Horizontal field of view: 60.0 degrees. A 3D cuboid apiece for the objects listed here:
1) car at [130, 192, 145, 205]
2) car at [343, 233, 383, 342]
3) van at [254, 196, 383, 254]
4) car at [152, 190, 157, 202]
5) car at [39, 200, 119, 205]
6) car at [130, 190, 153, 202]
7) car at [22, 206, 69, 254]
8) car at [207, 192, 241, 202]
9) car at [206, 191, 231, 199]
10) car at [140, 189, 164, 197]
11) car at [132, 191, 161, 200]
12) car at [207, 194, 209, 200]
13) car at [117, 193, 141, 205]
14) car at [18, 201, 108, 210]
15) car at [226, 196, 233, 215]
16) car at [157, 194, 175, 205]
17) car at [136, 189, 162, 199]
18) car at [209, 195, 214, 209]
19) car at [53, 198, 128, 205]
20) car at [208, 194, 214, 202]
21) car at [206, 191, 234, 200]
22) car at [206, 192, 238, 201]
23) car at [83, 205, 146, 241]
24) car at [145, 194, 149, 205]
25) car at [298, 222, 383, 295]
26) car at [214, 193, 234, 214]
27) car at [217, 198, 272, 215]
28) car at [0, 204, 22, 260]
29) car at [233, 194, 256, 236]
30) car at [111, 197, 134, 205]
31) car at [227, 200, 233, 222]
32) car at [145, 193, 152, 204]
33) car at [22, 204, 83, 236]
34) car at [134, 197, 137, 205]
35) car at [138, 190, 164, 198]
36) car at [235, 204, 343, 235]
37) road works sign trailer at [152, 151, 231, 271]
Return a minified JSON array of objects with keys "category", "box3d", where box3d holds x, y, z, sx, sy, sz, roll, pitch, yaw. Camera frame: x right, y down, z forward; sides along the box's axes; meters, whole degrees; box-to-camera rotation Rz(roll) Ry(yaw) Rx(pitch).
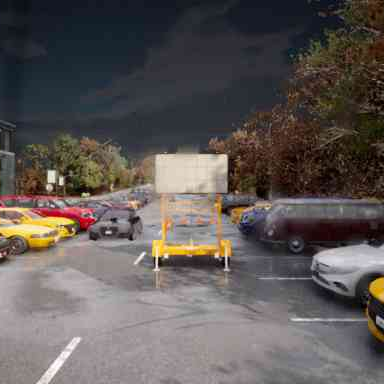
[{"category":"car","box3d":[-8.057,1.205,37.824,4.553,1.767,2.185,0,1,0]},{"category":"car","box3d":[5.040,1.481,4.457,5.008,1.535,2.097,0,0,0]},{"category":"van","box3d":[4.907,1.256,12.811,4.442,1.987,1.878,0,0,0]},{"category":"car","box3d":[-8.116,0.870,54.544,4.892,1.521,2.231,0,2,0]},{"category":"car","box3d":[-8.099,1.505,23.894,4.792,1.488,2.163,0,0,0]},{"category":"car","box3d":[-8.130,1.015,46.184,4.553,1.767,2.185,0,2,0]},{"category":"car","box3d":[-7.870,1.479,12.759,5.366,1.575,1.946,0,0,0]},{"category":"car","box3d":[5.156,0.863,54.618,5.366,1.575,1.946,0,2,0]},{"category":"car","box3d":[4.962,0.534,63.112,4.674,1.452,2.002,0,3,0]},{"category":"car","box3d":[-8.156,0.256,68.463,4.792,1.488,2.163,0,3,0]},{"category":"car","box3d":[-8.122,0.634,60.122,5.008,1.535,2.097,0,2,0]},{"category":"car","box3d":[4.976,1.135,46.385,5.008,1.535,2.097,0,2,0]},{"category":"car","box3d":[-8.053,1.250,35.045,4.553,1.767,2.185,0,1,0]},{"category":"car","box3d":[-8.069,1.521,21.108,4.674,1.452,2.002,0,0,0]},{"category":"car","box3d":[5.041,1.350,24.075,4.553,1.767,2.185,0,0,0]},{"category":"car","box3d":[-3.564,1.056,49.478,2.128,1.511,4.902,0,2,0]},{"category":"car","box3d":[-8.089,0.378,62.893,4.553,1.767,2.185,0,3,0]},{"category":"car","box3d":[4.810,1.370,35.235,5.366,1.575,1.946,0,1,0]},{"category":"car","box3d":[-8.079,1.463,26.681,5.008,1.535,2.097,0,0,0]},{"category":"car","box3d":[4.979,1.211,43.468,4.892,1.521,2.231,0,2,0]},{"category":"car","box3d":[4.992,0.661,60.202,4.792,1.488,2.163,0,3,0]},{"category":"car","box3d":[5.152,0.750,57.411,5.366,1.575,1.946,0,2,0]},{"category":"car","box3d":[-3.622,1.563,16.451,1.994,1.385,4.181,0,0,0]},{"category":"car","box3d":[-8.062,1.305,40.614,4.792,1.488,2.163,0,1,0]},{"category":"car","box3d":[5.034,1.522,7.242,4.674,1.452,2.002,0,0,0]},{"category":"car","box3d":[5.031,1.189,29.655,5.566,2.045,2.435,0,1,0]},{"category":"car","box3d":[5.004,1.411,32.446,5.008,1.535,2.097,0,1,0]},{"category":"car","box3d":[-8.084,1.356,10.100,4.553,1.767,2.185,0,0,0]},{"category":"car","box3d":[4.992,1.230,15.597,5.566,2.045,2.435,0,0,0]},{"category":"car","box3d":[-8.083,1.442,29.470,5.008,1.535,2.097,0,1,0]},{"category":"car","box3d":[5.008,1.481,21.290,5.008,1.535,2.097,0,0,0]},{"category":"car","box3d":[-8.124,1.241,43.401,4.792,1.488,2.163,0,1,0]},{"category":"car","box3d":[-8.065,1.481,15.542,5.008,1.535,2.097,0,0,0]},{"category":"car","box3d":[-8.078,1.453,32.260,4.674,1.452,2.002,0,0,0]},{"category":"car","box3d":[-8.094,0.395,65.683,4.792,1.488,2.163,0,3,0]},{"category":"car","box3d":[5.202,1.478,18.382,5.366,1.575,1.946,0,0,0]},{"category":"road works sign trailer","box3d":[-0.014,0.466,10.894,2.380,3.560,2.880,0,0,0]}]
